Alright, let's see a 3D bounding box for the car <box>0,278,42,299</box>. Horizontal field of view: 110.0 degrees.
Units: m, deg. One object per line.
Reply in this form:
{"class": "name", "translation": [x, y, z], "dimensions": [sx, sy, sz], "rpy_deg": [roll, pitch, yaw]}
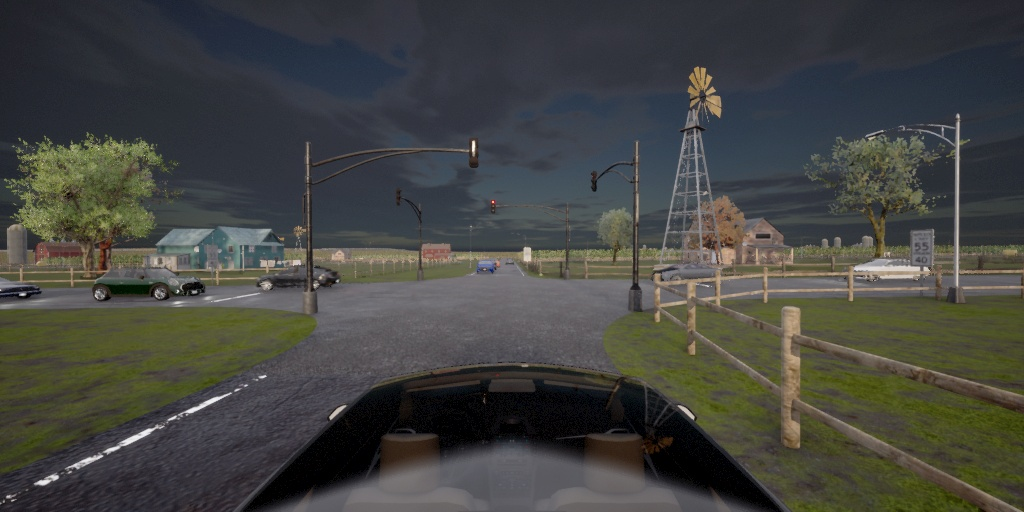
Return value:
{"class": "car", "translation": [-28.695, 1.697, 19.056], "dimensions": [5.357, 1.411, 2.033], "rpy_deg": [-1, 1, 0]}

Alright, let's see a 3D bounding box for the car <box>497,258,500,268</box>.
{"class": "car", "translation": [-3.120, 1.293, 51.878], "dimensions": [2.033, 1.411, 5.357], "rpy_deg": [0, 0, -1]}

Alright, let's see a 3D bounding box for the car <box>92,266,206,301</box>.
{"class": "car", "translation": [-19.177, 1.372, 19.100], "dimensions": [4.553, 1.767, 2.097], "rpy_deg": [-1, 1, 0]}

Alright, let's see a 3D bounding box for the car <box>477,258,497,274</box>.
{"class": "car", "translation": [-3.049, 1.222, 41.974], "dimensions": [1.882, 1.535, 5.008], "rpy_deg": [0, 0, -1]}

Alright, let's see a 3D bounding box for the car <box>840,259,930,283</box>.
{"class": "car", "translation": [23.863, 0.896, 23.004], "dimensions": [4.674, 1.442, 1.812], "rpy_deg": [-1, 1, 0]}

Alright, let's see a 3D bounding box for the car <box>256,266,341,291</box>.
{"class": "car", "translation": [-13.529, 1.378, 22.828], "dimensions": [4.892, 1.490, 1.837], "rpy_deg": [-1, 1, 0]}

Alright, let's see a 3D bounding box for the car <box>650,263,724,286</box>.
{"class": "car", "translation": [10.983, 1.112, 22.614], "dimensions": [4.181, 1.385, 1.994], "rpy_deg": [-1, 1, -5]}
